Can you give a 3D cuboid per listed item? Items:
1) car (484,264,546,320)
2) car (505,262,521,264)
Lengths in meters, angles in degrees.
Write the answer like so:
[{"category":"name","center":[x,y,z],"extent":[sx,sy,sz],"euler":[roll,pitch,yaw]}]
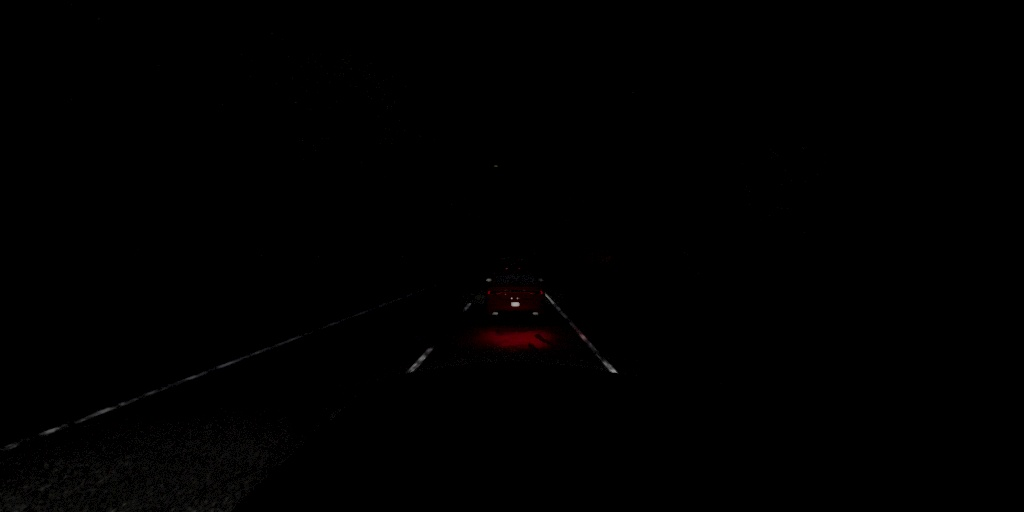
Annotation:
[{"category":"car","center":[0.098,1.226,12.720],"extent":[1.882,1.535,5.008],"euler":[0,0,0]},{"category":"car","center":[0.096,1.239,31.257],"extent":[2.128,1.511,4.902],"euler":[0,0,0]}]
